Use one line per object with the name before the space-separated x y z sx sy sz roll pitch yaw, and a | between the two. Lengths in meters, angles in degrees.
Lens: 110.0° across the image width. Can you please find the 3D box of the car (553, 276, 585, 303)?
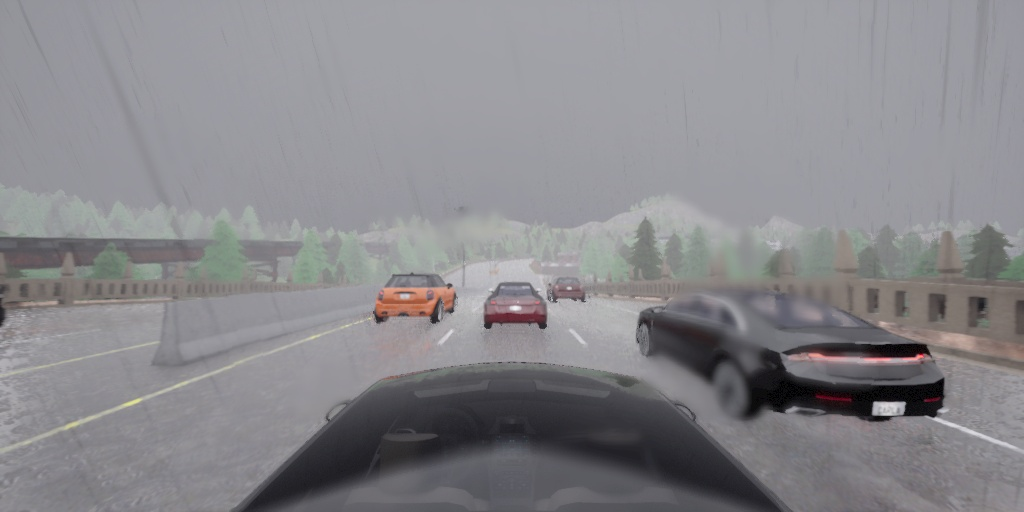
car | 3.605 2.259 24.665 2.097 1.767 4.553 0 -5 0

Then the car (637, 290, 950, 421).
car | 3.601 1.292 5.856 2.128 1.511 4.902 0 -1 0

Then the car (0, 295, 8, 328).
car | -14.096 1.308 7.152 1.882 1.535 5.008 0 -1 0

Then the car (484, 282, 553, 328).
car | 0.103 1.588 12.470 1.994 1.385 4.181 0 -3 0

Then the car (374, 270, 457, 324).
car | -3.397 1.425 13.502 2.097 1.767 4.553 0 -3 0
